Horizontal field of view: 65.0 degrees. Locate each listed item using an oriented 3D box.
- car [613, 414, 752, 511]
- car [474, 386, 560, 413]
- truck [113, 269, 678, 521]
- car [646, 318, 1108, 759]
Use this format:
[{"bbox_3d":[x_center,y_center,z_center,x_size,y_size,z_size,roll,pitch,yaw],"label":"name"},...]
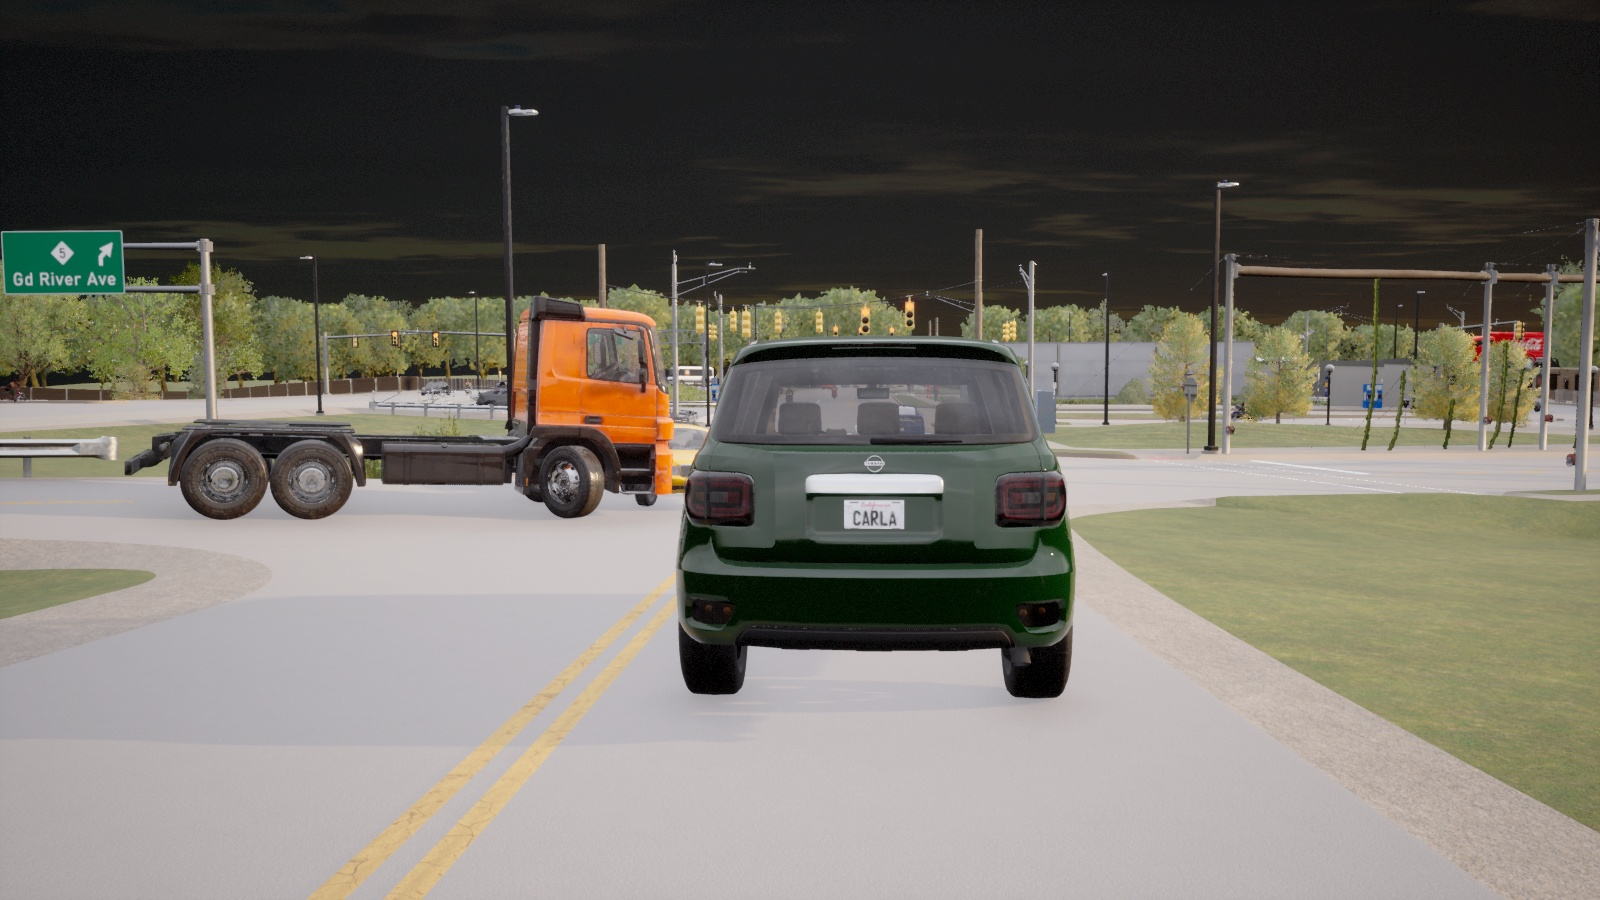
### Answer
[{"bbox_3d":[-2.376,0.140,23.924,1.801,1.575,5.366,2,1,-14],"label":"car"},{"bbox_3d":[-17.820,-3.192,79.174,4.902,1.511,2.128,2,3,2],"label":"car"},{"bbox_3d":[-6.235,-0.774,20.017,7.936,3.462,2.891,1,3,-21],"label":"truck"},{"bbox_3d":[0.505,0.363,8.656,2.150,2.045,5.566,0,1,3],"label":"car"}]
